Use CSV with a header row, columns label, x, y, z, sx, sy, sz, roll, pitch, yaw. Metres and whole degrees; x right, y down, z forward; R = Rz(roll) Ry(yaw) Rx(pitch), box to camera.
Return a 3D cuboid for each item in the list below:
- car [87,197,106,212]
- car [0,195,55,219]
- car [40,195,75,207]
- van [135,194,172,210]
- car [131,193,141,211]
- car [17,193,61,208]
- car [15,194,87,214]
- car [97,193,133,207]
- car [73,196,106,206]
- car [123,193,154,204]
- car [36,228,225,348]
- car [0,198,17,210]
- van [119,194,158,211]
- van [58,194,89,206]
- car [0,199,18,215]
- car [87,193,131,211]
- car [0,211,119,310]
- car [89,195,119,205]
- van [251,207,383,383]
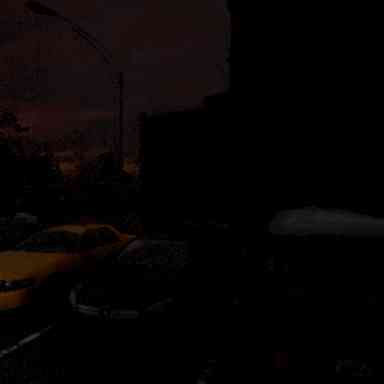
label,x,y,z,sx,sy,sz,roll,pitch,yaw
car,-11.769,1.525,34.079,4.792,1.488,2.163,1,1,14
car,-7.871,1.234,11.797,2.435,2.045,5.566,0,-1,15
car,-20.682,1.379,51.194,4.553,1.767,2.185,-1,-1,14
van,-5.001,1.277,43.872,4.442,1.987,1.878,1,0,14
car,-8.455,1.247,38.992,5.566,2.045,2.435,1,1,14
car,-22.317,1.251,48.679,5.566,2.045,2.435,-1,-1,14
car,-13.367,1.243,31.638,5.566,2.045,2.435,1,0,14
car,-12.196,1.242,53.149,2.150,2.045,5.566,0,0,35
car,-17.274,1.508,56.193,4.892,1.521,2.231,-1,-1,14
car,-10.536,1.259,66.213,5.566,2.045,2.435,-1,0,14
car,-0.518,1.526,6.548,2.002,1.452,4.674,1,-1,15
car,-25.751,1.530,43.657,4.792,1.488,2.163,-1,0,14
van,-6.658,1.276,41.420,4.442,1.987,1.878,1,0,14
van,-19.076,1.282,53.708,4.442,1.987,1.878,-1,0,14
car,-19.902,1.512,32.394,1.837,1.490,4.892,0,0,33
car,-10.112,1.246,36.540,5.566,2.045,2.435,1,1,14
car,-3.019,1.480,8.107,1.946,1.575,5.366,1,-1,15
car,-15.548,1.382,58.672,4.553,1.767,2.185,-1,0,14
van,1.952,1.261,4.917,1.878,1.987,4.442,0,-1,15
